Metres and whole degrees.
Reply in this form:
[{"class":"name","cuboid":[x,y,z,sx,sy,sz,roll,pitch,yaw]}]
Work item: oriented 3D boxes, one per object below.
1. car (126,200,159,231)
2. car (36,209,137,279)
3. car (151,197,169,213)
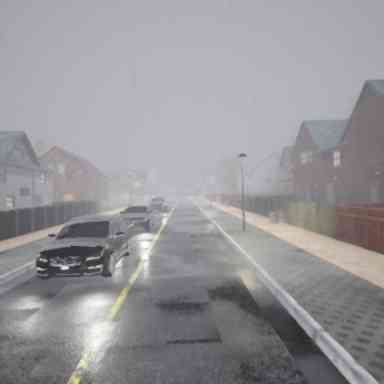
[{"class":"car","cuboid":[-3.307,1.499,20.266,1.812,1.442,4.674,-1,0,-1]},{"class":"car","cuboid":[-3.061,1.517,10.251,1.837,1.490,4.892,-1,0,-2]},{"class":"car","cuboid":[-3.625,1.310,35.968,2.097,1.767,4.553,-1,0,-1]}]
